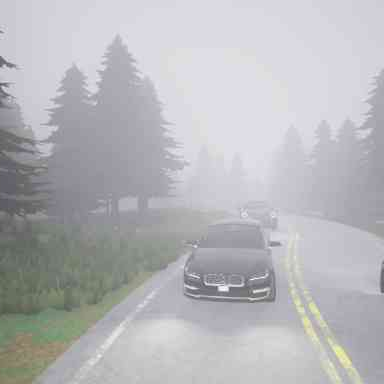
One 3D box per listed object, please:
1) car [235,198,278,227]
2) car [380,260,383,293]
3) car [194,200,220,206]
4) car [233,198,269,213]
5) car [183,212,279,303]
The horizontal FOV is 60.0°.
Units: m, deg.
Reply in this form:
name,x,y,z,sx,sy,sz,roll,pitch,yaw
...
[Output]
name,x,y,z,sx,sy,sz,roll,pitch,yaw
car,3.880,1.270,20.367,2.097,1.767,4.553,-1,0,5
car,4.494,1.308,4.644,2.097,1.767,4.553,-1,0,8
car,1.929,1.799,44.862,1.812,1.442,4.674,3,-5,-35
car,6.210,1.410,35.736,1.837,1.490,4.892,2,-1,-16
car,1.093,1.496,8.415,1.837,1.490,4.892,-1,0,12
